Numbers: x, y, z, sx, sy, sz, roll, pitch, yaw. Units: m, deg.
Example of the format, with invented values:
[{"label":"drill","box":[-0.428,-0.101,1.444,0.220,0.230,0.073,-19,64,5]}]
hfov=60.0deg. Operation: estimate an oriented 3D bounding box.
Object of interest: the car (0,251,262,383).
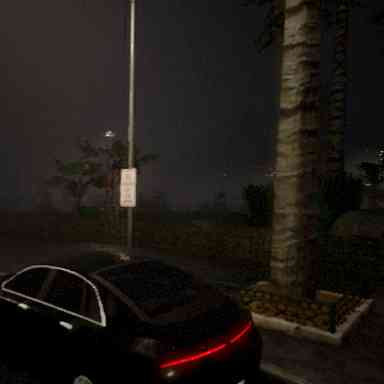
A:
[{"label":"car","box":[-1.443,1.601,4.628,4.892,1.490,1.837,0,-2,40]}]
